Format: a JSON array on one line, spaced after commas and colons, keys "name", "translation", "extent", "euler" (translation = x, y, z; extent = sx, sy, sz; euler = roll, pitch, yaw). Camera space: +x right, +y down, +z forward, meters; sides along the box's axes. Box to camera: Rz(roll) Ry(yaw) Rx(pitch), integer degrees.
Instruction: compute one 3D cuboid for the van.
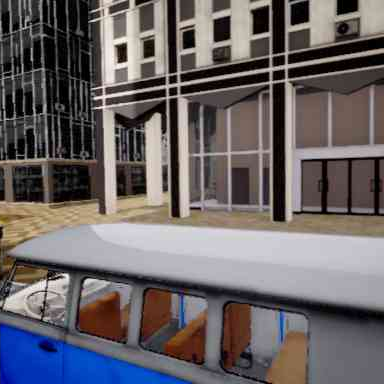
[{"name": "van", "translation": [0.164, 1.201, 2.551], "extent": [3.998, 1.788, 1.690], "euler": [0, 4, 28]}]
